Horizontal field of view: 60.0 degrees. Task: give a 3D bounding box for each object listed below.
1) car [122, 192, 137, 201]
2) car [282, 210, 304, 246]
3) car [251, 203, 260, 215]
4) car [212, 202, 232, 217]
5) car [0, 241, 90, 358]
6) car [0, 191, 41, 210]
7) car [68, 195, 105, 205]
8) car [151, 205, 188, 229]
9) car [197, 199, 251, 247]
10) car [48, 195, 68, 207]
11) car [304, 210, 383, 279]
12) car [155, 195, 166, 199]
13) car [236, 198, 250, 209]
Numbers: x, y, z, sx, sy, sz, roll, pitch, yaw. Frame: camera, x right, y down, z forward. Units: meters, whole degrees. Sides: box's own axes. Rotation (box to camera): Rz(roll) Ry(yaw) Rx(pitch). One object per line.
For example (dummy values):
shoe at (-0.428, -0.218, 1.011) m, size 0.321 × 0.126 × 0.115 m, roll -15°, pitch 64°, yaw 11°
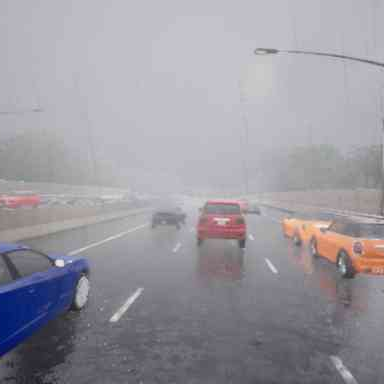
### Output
car at (-14.264, 1.086, 76.192) m, size 2.150 × 2.045 × 5.566 m, roll 2°, pitch -1°, yaw 5°
car at (5.969, 1.665, 16.898) m, size 2.097 × 1.767 × 4.553 m, roll 2°, pitch 0°, yaw 5°
car at (7.064, 1.997, 40.013) m, size 1.994 × 1.385 × 4.181 m, roll 2°, pitch 0°, yaw 5°
car at (3.332, 1.881, 37.045) m, size 1.994 × 1.385 × 4.181 m, roll 2°, pitch 0°, yaw 5°
car at (-3.119, 1.427, 4.758) m, size 1.882 × 1.535 × 5.008 m, roll 2°, pitch -1°, yaw 5°
car at (-18.125, 0.892, 34.958) m, size 2.150 × 2.045 × 5.566 m, roll 2°, pitch 0°, yaw 5°
car at (-11.024, 1.237, 35.809) m, size 2.097 × 1.767 × 4.553 m, roll 2°, pitch 0°, yaw 5°
car at (-1.487, 1.627, 22.685) m, size 1.837 × 1.490 × 4.892 m, roll 2°, pitch 0°, yaw 5°
car at (1.463, 1.397, 16.394) m, size 2.150 × 2.045 × 5.566 m, roll 2°, pitch 0°, yaw 5°
car at (-14.362, 1.142, 37.722) m, size 2.097 × 1.767 × 4.553 m, roll 2°, pitch 0°, yaw 5°
car at (5.425, 1.609, 10.923) m, size 2.097 × 1.767 × 4.553 m, roll 2°, pitch 0°, yaw 5°
car at (-7.206, 1.470, 76.605) m, size 2.033 × 1.411 × 5.357 m, roll 2°, pitch -1°, yaw 5°
car at (8.404, 1.867, 55.161) m, size 2.097 × 1.767 × 4.553 m, roll 2°, pitch 0°, yaw 5°
